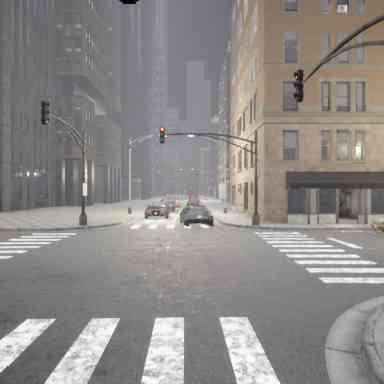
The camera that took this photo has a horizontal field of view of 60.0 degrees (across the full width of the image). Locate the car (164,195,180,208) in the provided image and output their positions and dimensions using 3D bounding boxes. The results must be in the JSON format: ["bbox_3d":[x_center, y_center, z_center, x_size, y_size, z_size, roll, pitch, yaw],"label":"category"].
[{"bbox_3d":[-2.900,1.369,49.180,2.097,1.767,4.553,0,0,0],"label":"car"}]

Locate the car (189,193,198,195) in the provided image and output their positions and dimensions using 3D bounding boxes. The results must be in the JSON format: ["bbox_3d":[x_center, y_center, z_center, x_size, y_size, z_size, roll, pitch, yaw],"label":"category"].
[{"bbox_3d":[0.345,1.203,70.258,2.150,2.045,5.566,0,0,0],"label":"car"}]

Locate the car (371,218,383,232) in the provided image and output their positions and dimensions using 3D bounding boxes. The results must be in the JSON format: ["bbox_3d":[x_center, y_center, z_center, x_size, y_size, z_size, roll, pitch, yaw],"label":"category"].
[{"bbox_3d":[12.181,1.519,17.735,4.829,1.417,1.752,0,0,-1],"label":"car"}]

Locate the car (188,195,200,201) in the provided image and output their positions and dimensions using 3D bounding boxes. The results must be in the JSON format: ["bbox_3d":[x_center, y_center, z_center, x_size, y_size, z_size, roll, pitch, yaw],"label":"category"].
[{"bbox_3d":[0.293,1.579,52.486,1.994,1.385,4.181,0,0,0],"label":"car"}]

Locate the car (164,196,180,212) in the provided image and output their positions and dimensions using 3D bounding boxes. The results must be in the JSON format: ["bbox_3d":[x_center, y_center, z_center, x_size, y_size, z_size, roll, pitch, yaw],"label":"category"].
[{"bbox_3d":[-2.943,1.506,39.282,2.128,1.511,4.902,0,0,0],"label":"car"}]

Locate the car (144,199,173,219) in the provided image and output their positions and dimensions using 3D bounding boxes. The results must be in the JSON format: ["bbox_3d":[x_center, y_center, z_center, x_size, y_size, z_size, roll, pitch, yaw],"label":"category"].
[{"bbox_3d":[-2.986,1.574,29.427,1.994,1.385,4.181,0,0,0],"label":"car"}]

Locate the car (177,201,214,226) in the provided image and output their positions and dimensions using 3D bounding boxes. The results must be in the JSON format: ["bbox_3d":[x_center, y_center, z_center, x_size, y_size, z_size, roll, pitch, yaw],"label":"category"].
[{"bbox_3d":[0.294,1.571,23.307,1.994,1.385,4.181,0,0,-6],"label":"car"}]
